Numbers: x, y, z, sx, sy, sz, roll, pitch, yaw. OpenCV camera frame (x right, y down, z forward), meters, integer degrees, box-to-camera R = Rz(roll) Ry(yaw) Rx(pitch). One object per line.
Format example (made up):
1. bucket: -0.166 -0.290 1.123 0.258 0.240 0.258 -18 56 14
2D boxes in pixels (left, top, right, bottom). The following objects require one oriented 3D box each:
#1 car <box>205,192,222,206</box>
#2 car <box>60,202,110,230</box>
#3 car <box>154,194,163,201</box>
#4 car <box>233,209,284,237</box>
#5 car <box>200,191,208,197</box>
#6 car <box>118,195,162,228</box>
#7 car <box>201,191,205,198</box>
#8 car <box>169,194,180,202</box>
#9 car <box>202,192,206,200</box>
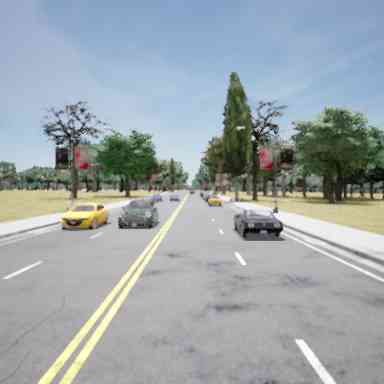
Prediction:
1. car: 3.273 1.157 47.220 1.801 1.575 5.366 0 1 0
2. car: -6.588 1.422 20.956 1.882 1.535 5.008 0 0 0
3. car: -6.497 1.072 62.517 1.812 1.442 4.674 0 1 1
4. car: 3.360 1.571 17.778 1.895 1.301 4.718 0 0 0
5. car: 3.294 0.603 91.051 2.163 1.488 4.792 0 1 0
6. car: -3.337 1.293 21.418 2.097 1.767 4.553 0 1 0
7. car: 3.284 0.918 69.215 1.801 1.575 5.366 0 1 0
8. car: -3.239 1.094 62.516 2.033 1.411 5.357 0 1 1
9. car: 3.278 1.101 58.029 1.837 1.490 4.892 0 1 0
